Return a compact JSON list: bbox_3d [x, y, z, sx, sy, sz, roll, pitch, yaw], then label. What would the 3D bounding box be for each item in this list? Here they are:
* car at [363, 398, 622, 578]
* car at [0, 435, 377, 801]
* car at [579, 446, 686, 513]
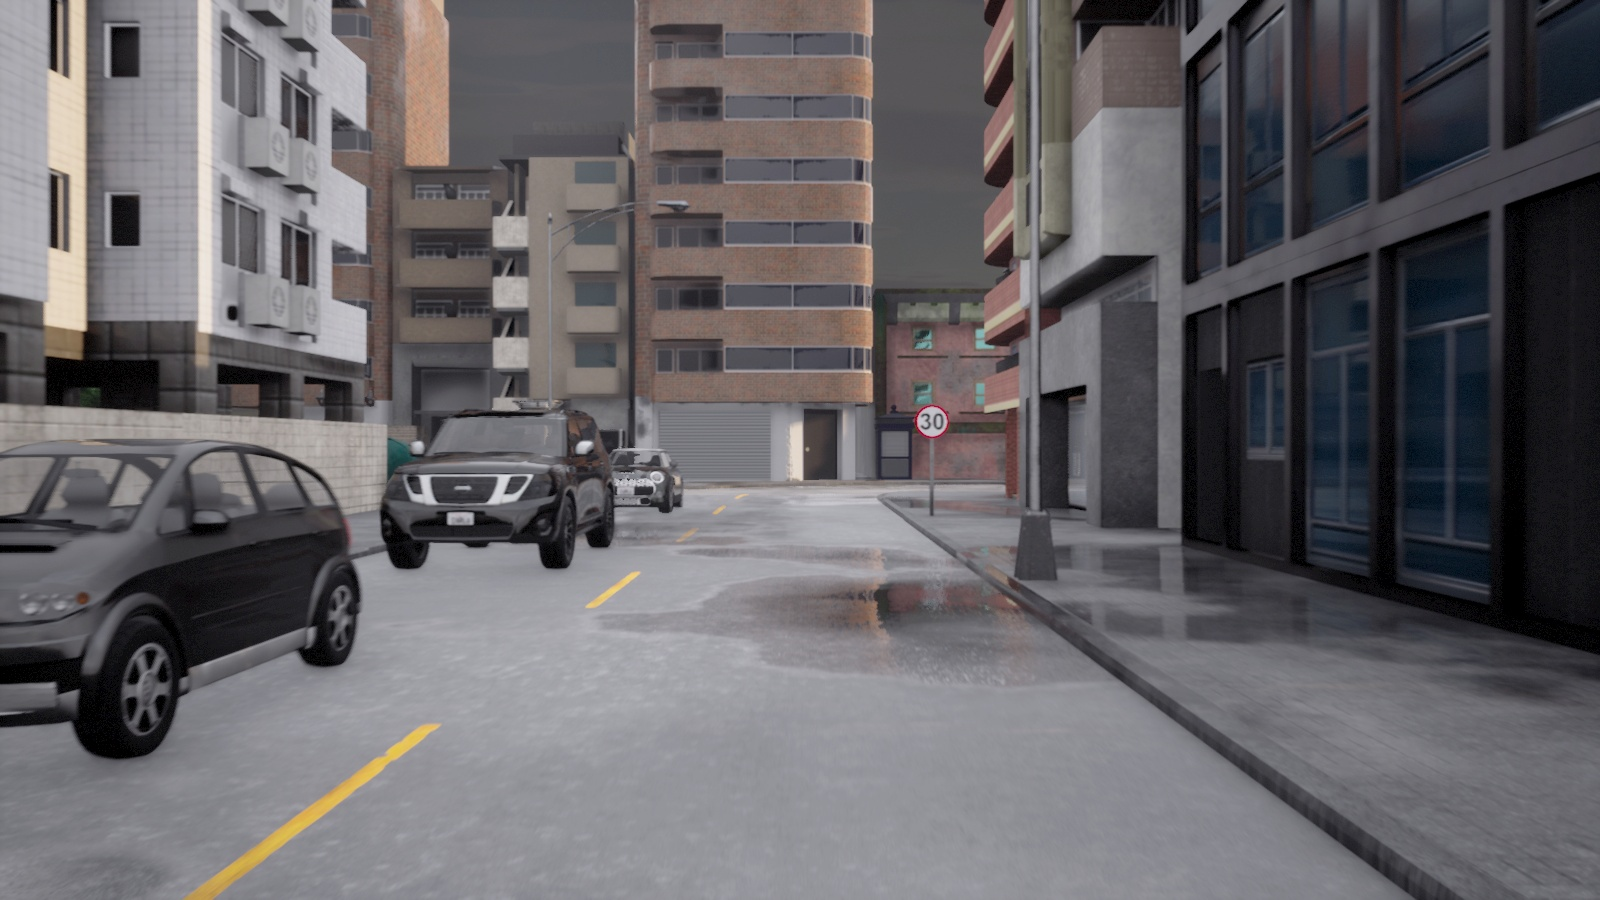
[{"bbox_3d":[-3.903,0.426,17.108,2.150,2.045,5.566,0,0,0],"label":"car"},{"bbox_3d":[-3.948,0.707,7.174,1.789,1.549,3.705,0,0,0],"label":"car"},{"bbox_3d":[-3.840,0.646,29.378,1.970,1.475,3.806,0,0,1],"label":"car"}]
